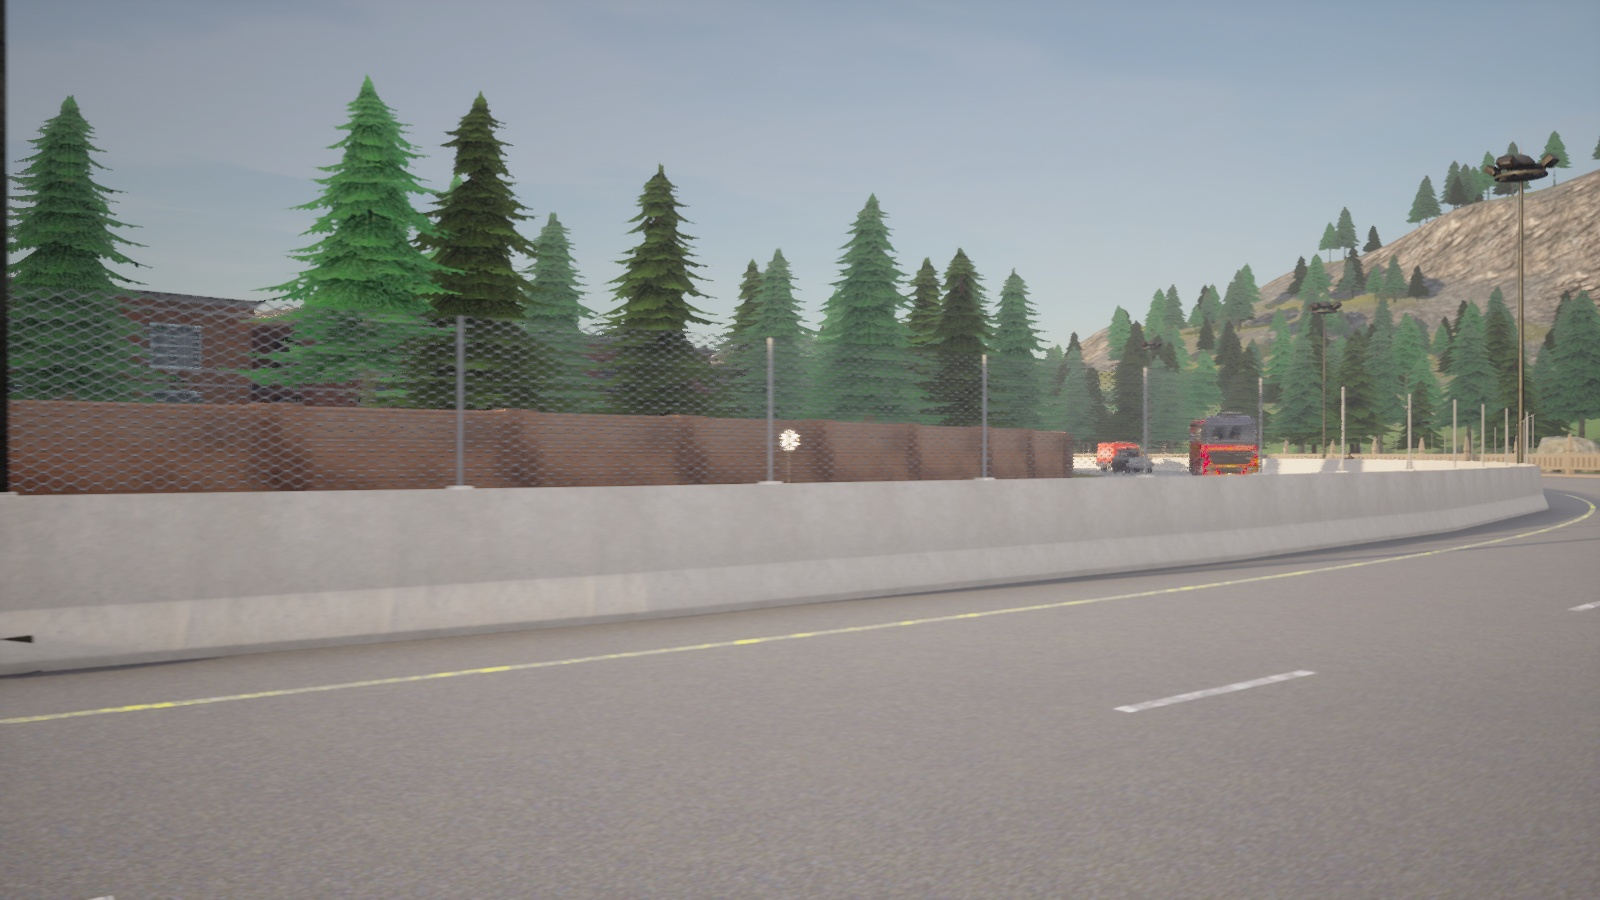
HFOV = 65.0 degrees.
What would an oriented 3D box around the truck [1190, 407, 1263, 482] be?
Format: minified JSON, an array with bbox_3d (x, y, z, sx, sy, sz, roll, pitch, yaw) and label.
[{"bbox_3d":[23.334,-0.276,69.074,2.891,3.827,8.468,0,0,13],"label":"truck"}]

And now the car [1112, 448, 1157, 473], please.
[{"bbox_3d":[25.404,0.776,95.424,1.932,1.855,4.605,0,0,-4],"label":"car"}]
